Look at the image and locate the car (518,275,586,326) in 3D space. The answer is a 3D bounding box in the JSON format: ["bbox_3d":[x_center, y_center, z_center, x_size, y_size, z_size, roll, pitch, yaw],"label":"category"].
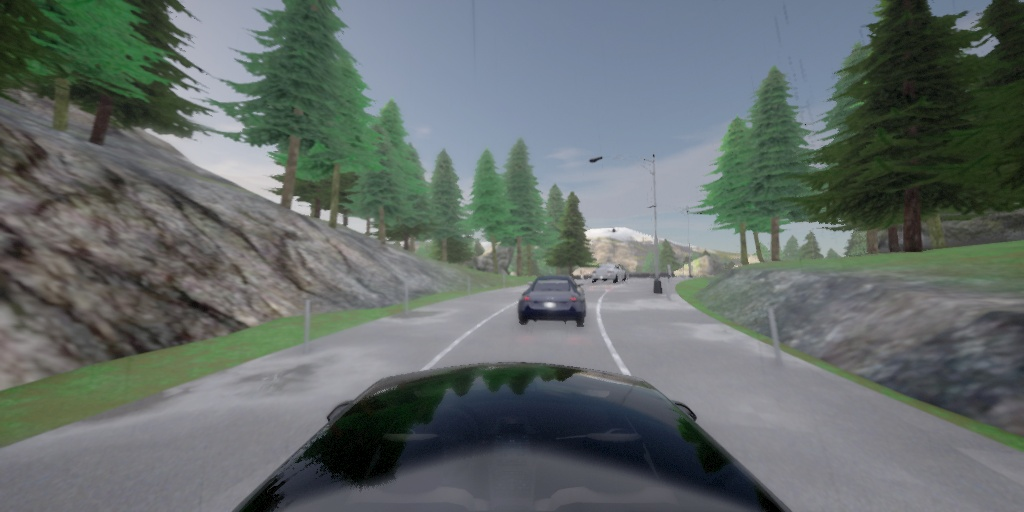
[{"bbox_3d":[1.415,1.331,11.929,1.994,1.385,4.181,-1,0,10],"label":"car"}]

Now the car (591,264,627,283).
[{"bbox_3d":[7.660,1.362,28.190,1.812,1.442,4.674,-3,-2,29],"label":"car"}]
